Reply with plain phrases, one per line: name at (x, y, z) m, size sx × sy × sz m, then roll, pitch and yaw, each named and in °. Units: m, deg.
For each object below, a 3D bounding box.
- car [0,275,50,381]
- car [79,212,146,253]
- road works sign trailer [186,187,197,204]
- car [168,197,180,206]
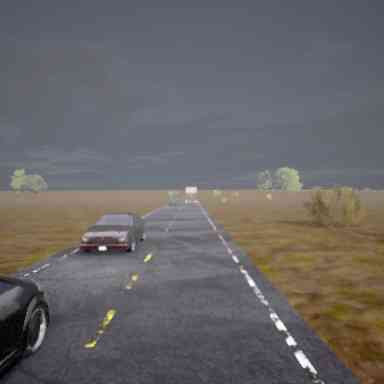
car at (-3.102, 1.576, 3.263) m, size 1.994 × 1.385 × 4.181 m, roll 0°, pitch 0°, yaw 0°
car at (-3.119, 1.593, 14.275) m, size 2.033 × 1.411 × 5.357 m, roll 0°, pitch 0°, yaw 0°
road works sign trailer at (-0.128, 0.682, 69.405) m, size 2.380 × 3.560 × 2.880 m, roll 0°, pitch 0°, yaw 0°
car at (-3.147, 1.687, 58.236) m, size 1.837 × 1.490 × 4.892 m, roll 0°, pitch 0°, yaw 0°
